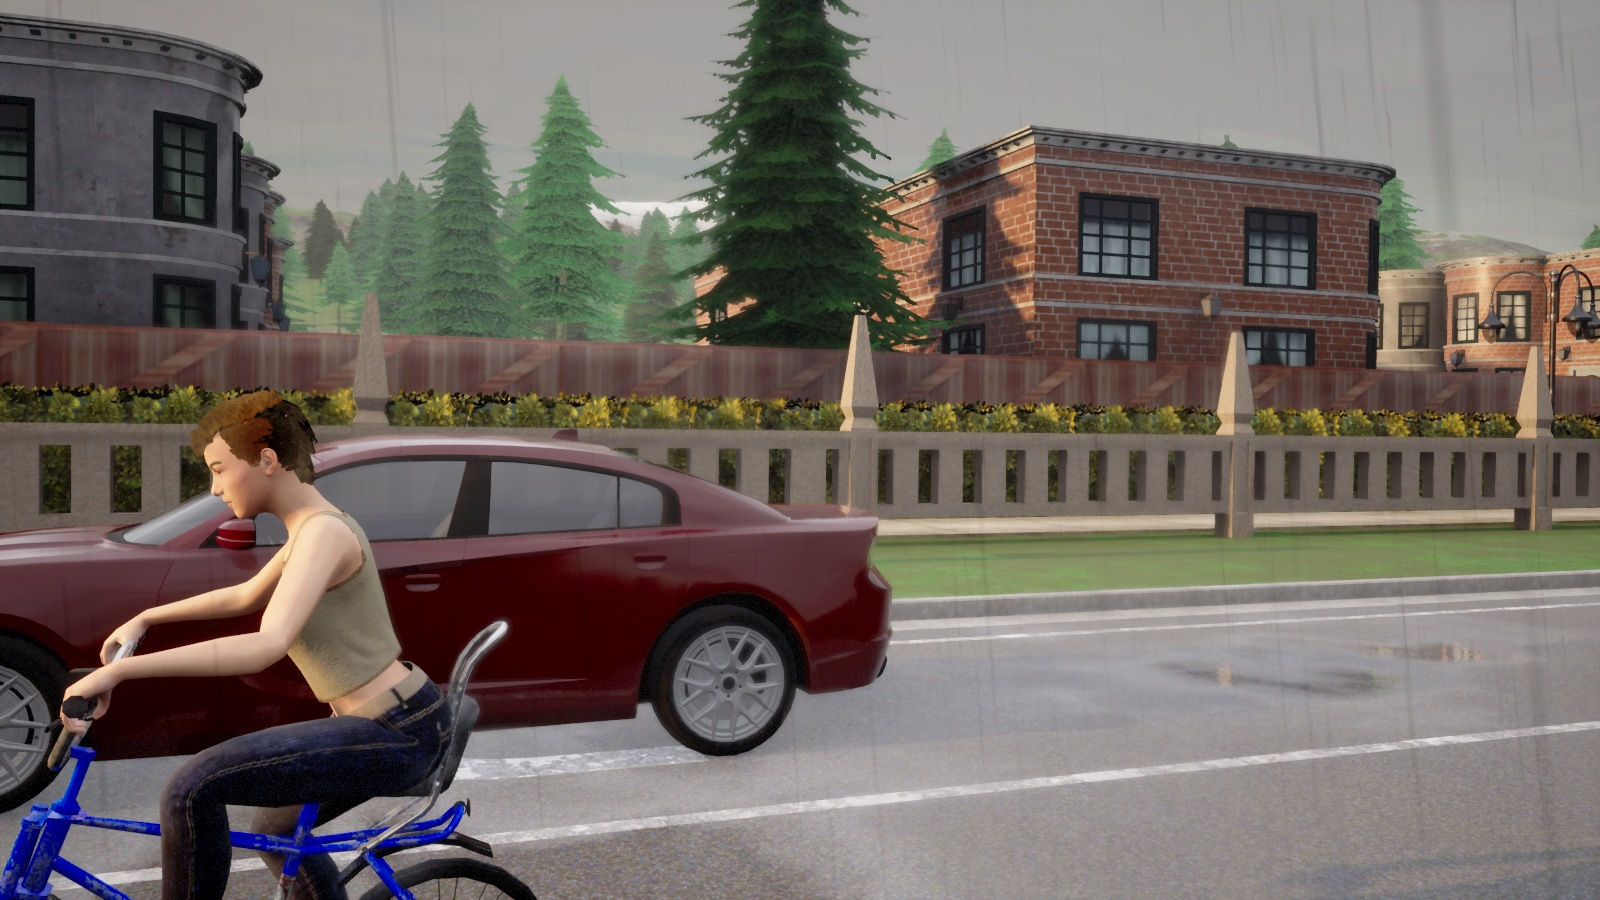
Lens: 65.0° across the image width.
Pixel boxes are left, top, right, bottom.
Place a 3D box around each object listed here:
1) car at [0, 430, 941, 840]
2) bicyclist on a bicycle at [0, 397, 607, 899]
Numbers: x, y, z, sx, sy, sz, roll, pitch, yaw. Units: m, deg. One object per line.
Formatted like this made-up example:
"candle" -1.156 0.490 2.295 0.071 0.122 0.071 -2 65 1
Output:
"car" -1.981 0.696 6.232 5.008 1.535 1.882 -1 1 -21
"bicyclist on a bicycle" -1.262 0.703 2.754 1.509 1.612 0.866 -1 1 -20
